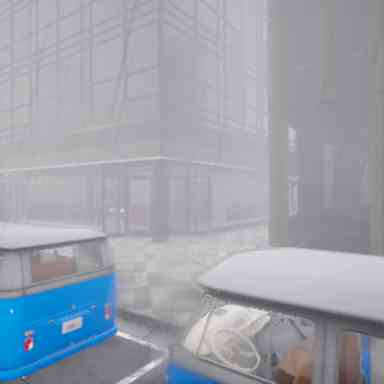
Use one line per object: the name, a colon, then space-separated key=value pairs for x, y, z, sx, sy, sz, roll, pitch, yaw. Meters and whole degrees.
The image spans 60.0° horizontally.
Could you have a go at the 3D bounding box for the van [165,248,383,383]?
van: x=1.631 y=1.339 z=1.799 sx=3.998 sy=1.788 sz=1.690 roll=0 pitch=0 yaw=36

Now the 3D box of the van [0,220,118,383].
van: x=-2.940 y=1.367 z=5.065 sx=3.998 sy=1.788 sz=1.690 roll=0 pitch=0 yaw=36
